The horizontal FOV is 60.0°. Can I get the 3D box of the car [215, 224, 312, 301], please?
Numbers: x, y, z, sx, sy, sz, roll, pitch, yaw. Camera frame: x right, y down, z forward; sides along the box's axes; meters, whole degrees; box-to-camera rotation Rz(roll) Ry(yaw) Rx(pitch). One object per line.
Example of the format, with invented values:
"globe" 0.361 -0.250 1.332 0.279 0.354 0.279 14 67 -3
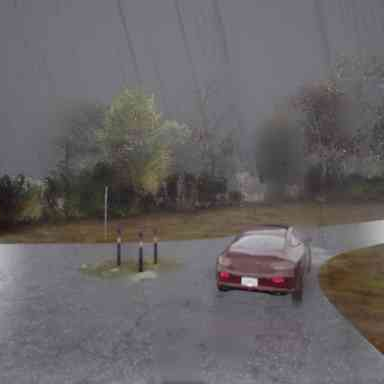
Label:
"car" 1.971 1.540 8.455 1.812 1.442 4.674 0 0 22
